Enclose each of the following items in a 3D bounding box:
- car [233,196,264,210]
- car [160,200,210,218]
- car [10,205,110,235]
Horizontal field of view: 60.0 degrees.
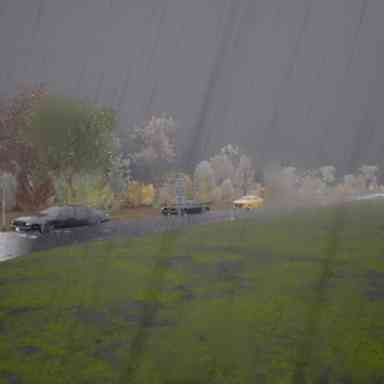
[{"bbox_3d":[6.366,1.162,37.184,1.882,1.535,5.008,0,1,36],"label":"car"},{"bbox_3d":[-0.501,1.387,27.747,1.895,1.301,4.718,0,1,36],"label":"car"},{"bbox_3d":[-7.101,1.428,18.590,2.033,1.411,5.357,0,1,35],"label":"car"}]
